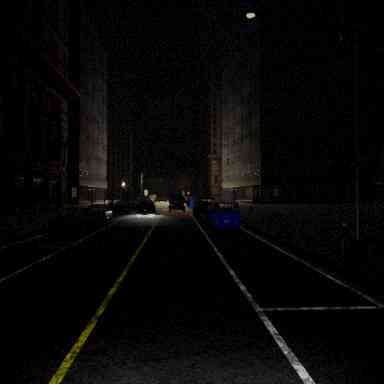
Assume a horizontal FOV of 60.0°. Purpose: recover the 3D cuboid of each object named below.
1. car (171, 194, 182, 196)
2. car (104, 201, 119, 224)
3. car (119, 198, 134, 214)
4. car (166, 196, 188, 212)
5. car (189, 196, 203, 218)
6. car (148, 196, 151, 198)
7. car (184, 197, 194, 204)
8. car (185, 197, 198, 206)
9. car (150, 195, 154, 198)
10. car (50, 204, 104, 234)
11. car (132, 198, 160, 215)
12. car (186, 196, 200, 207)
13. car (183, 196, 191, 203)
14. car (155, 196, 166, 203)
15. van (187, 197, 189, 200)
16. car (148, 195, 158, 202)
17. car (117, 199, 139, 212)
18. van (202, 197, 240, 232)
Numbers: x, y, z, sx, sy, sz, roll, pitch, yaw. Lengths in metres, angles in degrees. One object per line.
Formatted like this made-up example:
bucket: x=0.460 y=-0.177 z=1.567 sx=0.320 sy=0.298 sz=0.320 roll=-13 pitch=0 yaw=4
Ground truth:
car: x=-2.296 y=1.304 z=49.613 sx=2.150 sy=2.045 sz=5.566 roll=0 pitch=0 yaw=-3
car: x=-7.017 y=1.573 z=24.847 sx=2.008 sy=1.369 sz=4.403 roll=1 pitch=0 yaw=-3
car: x=-7.562 y=1.594 z=35.753 sx=2.008 sy=1.369 sz=4.403 roll=1 pitch=0 yaw=-3
car: x=-1.790 y=1.577 z=39.353 sx=1.812 sy=1.442 sz=4.674 roll=0 pitch=0 yaw=-3
car: x=1.228 y=1.347 z=30.719 sx=2.192 sy=1.841 sz=5.009 roll=1 pitch=0 yaw=-3
car: x=-8.652 y=1.697 z=57.563 sx=1.802 sy=1.307 sz=4.206 roll=1 pitch=0 yaw=-3
car: x=-0.683 y=1.751 z=68.889 sx=1.802 sy=1.307 sz=4.206 roll=0 pitch=0 yaw=-3
car: x=-0.137 y=1.659 z=57.984 sx=1.887 sy=1.381 sz=4.507 roll=1 pitch=0 yaw=-3
car: x=-8.924 y=1.692 z=63.016 sx=2.008 sy=1.369 sz=4.403 roll=1 pitch=0 yaw=-3
car: x=-6.744 y=1.559 z=19.395 sx=1.887 sy=1.381 sz=4.507 roll=1 pitch=0 yaw=-3
car: x=-4.773 y=1.606 z=35.019 sx=1.994 sy=1.385 sz=4.181 roll=0 pitch=0 yaw=-3
car: x=0.136 y=1.532 z=52.532 sx=1.967 sy=1.590 sz=4.097 roll=1 pitch=0 yaw=-3
car: x=-1.227 y=1.781 z=79.795 sx=1.887 sy=1.381 sz=4.507 roll=0 pitch=0 yaw=-3
car: x=-6.695 y=1.686 z=75.546 sx=1.812 sy=1.442 sz=4.674 roll=0 pitch=0 yaw=-3
van: x=0.410 y=1.414 z=47.079 sx=1.690 sy=1.788 sz=3.998 roll=1 pitch=0 yaw=-3
car: x=-10.012 y=1.589 z=84.827 sx=2.192 sy=1.841 sz=5.009 roll=0 pitch=0 yaw=-3
car: x=-7.834 y=1.608 z=41.206 sx=2.008 sy=1.369 sz=4.403 roll=1 pitch=0 yaw=-3
van: x=1.773 y=1.355 z=19.811 sx=1.690 sy=1.788 sz=3.998 roll=1 pitch=0 yaw=-3
